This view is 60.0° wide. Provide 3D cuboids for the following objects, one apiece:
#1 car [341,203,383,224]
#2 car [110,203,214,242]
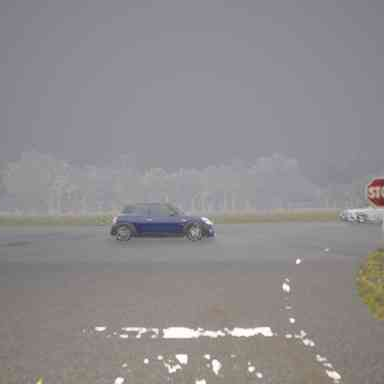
[{"bbox_3d":[12.472,1.360,22.337,4.674,1.442,1.812,-1,-3,-1],"label":"car"},{"bbox_3d":[-1.284,1.272,15.077,4.553,1.767,2.097,-1,-2,-1],"label":"car"}]
